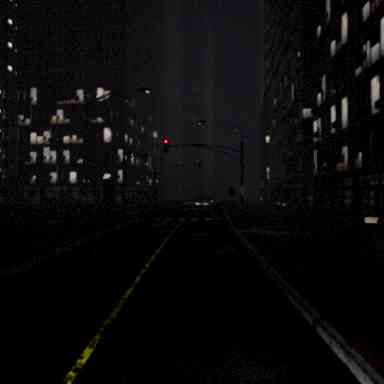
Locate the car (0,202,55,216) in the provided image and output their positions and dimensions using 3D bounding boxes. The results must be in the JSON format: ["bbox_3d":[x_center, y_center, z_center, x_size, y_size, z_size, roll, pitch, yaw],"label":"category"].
[{"bbox_3d":[-17.099,1.817,34.448,4.403,1.369,2.008,-1,0,11],"label":"car"}]

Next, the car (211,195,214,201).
[{"bbox_3d":[4.589,1.380,85.395,1.882,1.535,5.008,0,0,10],"label":"car"}]

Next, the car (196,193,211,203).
[{"bbox_3d":[2.120,1.178,69.949,2.150,2.045,5.566,0,0,8],"label":"car"}]

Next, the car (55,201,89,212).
[{"bbox_3d":[-15.449,1.858,42.664,4.403,1.369,2.008,-1,1,11],"label":"car"}]
